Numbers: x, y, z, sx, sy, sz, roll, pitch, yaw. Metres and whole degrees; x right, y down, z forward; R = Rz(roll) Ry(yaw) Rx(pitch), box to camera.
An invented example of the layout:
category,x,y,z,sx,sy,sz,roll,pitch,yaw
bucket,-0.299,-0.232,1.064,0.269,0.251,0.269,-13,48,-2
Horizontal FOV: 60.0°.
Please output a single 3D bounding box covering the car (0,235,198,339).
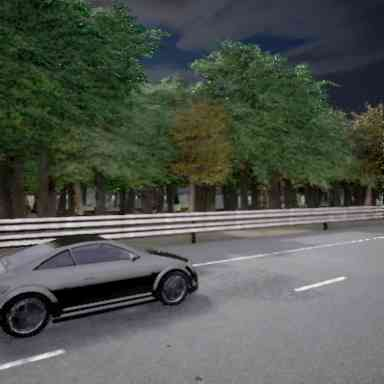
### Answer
category,x,y,z,sx,sy,sz,roll,pitch,yaw
car,-1.926,1.579,6.672,4.181,1.385,1.994,0,0,-36
